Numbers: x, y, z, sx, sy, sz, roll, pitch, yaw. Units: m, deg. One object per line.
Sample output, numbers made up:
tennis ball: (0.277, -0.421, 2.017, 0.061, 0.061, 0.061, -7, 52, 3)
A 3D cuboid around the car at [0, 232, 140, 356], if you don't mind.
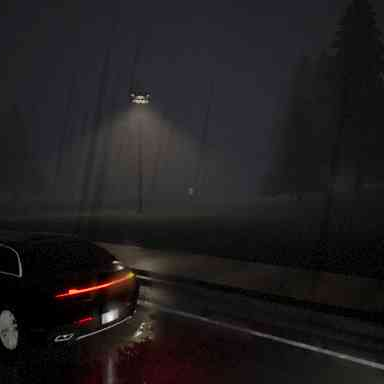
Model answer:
car: (-3.123, 1.505, 6.101, 4.892, 1.490, 1.837, 0, 0, 36)
